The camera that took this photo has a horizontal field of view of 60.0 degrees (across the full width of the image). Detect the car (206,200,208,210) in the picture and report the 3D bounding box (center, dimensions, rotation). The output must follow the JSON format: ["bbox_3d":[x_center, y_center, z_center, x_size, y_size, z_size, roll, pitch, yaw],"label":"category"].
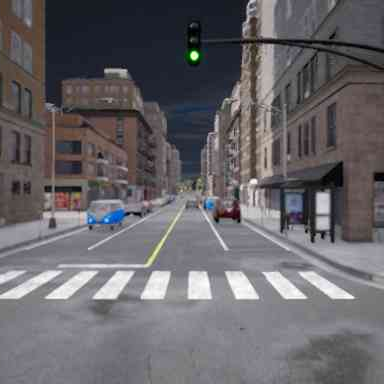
[{"bbox_3d":[2.708,1.678,31.931,2.008,1.369,4.403,0,0,0],"label":"car"}]

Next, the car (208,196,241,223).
[{"bbox_3d":[2.712,1.423,26.526,2.192,1.841,5.009,0,0,0],"label":"car"}]

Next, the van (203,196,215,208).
[{"bbox_3d":[2.692,1.545,53.557,1.690,1.788,3.998,0,0,0],"label":"van"}]

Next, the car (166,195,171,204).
[{"bbox_3d":[-5.385,1.749,58.963,2.008,1.369,4.403,0,0,0],"label":"car"}]

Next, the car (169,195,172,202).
[{"bbox_3d":[-5.383,1.783,64.369,1.947,1.339,4.313,0,0,0],"label":"car"}]

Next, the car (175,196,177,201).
[{"bbox_3d":[-5.376,1.857,80.587,1.802,1.307,4.206,0,0,0],"label":"car"}]

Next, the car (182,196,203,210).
[{"bbox_3d":[0.062,1.661,46.236,2.128,1.511,4.902,0,0,1],"label":"car"}]

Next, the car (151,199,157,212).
[{"bbox_3d":[-5.395,1.667,37.338,1.887,1.381,4.507,0,0,0],"label":"car"}]

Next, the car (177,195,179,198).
[{"bbox_3d":[-5.371,1.864,91.400,2.008,1.369,4.403,0,0,0],"label":"car"}]

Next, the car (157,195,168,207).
[{"bbox_3d":[-5.388,1.704,53.387,1.752,1.417,4.829,0,0,0],"label":"car"}]

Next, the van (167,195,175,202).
[{"bbox_3d":[-5.373,1.635,85.994,1.690,1.788,3.998,0,0,0],"label":"van"}]

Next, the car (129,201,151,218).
[{"bbox_3d":[-5.397,1.669,31.932,1.947,1.339,4.313,0,0,0],"label":"car"}]

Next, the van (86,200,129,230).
[{"bbox_3d":[-5.401,1.405,21.120,1.690,1.788,3.998,0,0,0],"label":"van"}]

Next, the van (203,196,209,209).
[{"bbox_3d":[2.700,1.507,42.745,1.690,1.788,3.998,0,0,0],"label":"van"}]

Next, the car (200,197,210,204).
[{"bbox_3d":[2.680,1.786,69.945,1.752,1.417,4.829,0,0,0],"label":"car"}]

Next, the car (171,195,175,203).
[{"bbox_3d":[-5.380,1.551,69.776,2.192,1.841,5.009,0,0,0],"label":"car"}]
